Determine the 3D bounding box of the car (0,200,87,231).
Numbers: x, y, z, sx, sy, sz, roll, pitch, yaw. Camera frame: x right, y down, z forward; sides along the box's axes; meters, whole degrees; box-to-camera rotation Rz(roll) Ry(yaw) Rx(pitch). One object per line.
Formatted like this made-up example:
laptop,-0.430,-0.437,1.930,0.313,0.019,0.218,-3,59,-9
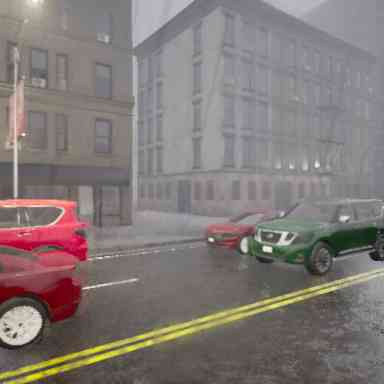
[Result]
car,-5.317,1.223,7.872,5.566,2.045,2.150,0,0,-37

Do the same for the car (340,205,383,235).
car,11.216,1.548,19.625,5.357,1.411,2.033,0,0,-35

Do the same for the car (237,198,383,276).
car,4.338,1.222,10.736,5.566,2.045,2.150,0,0,-35

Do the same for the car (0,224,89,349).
car,-4.157,1.478,4.696,5.008,1.535,1.882,0,0,-35

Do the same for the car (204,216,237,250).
car,2.753,1.478,13.600,5.008,1.535,1.882,0,0,-35
